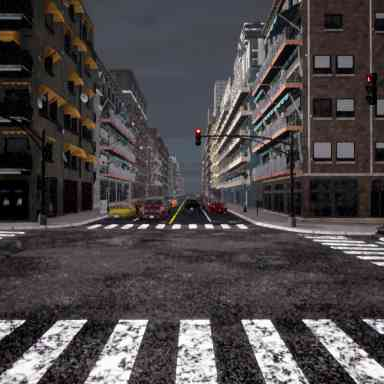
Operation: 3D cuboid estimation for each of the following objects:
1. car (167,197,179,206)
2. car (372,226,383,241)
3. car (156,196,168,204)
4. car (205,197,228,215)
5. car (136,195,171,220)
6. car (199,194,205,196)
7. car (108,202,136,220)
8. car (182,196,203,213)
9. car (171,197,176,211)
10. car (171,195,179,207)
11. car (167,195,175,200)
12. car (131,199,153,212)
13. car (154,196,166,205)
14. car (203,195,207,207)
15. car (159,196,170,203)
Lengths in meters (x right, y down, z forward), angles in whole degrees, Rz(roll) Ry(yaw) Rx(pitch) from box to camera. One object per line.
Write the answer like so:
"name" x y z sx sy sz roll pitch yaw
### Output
"car" -3.253 1.618 57.256 1.895 1.301 4.718 0 0 0
"car" 11.189 1.765 14.957 5.357 1.411 2.033 1 -1 -1
"car" -5.906 1.573 66.697 2.008 1.369 4.403 1 0 0
"car" 2.586 1.553 33.570 1.887 1.381 4.507 1 0 0
"car" -3.168 1.359 28.116 2.097 1.767 4.553 0 0 -1
"car" 2.726 1.381 81.883 2.097 1.767 4.553 0 0 0
"car" -5.776 1.532 27.862 1.752 1.417 4.829 1 0 0
"car" -0.032 1.515 37.727 1.837 1.490 4.892 0 0 0
"car" -3.227 1.557 37.608 2.033 1.411 5.357 0 0 0
"car" -3.249 1.366 47.397 2.097 1.767 4.553 0 0 0
"car" -5.998 1.589 94.313 2.008 1.369 4.403 1 0 0
"car" -5.814 1.555 39.079 1.887 1.381 4.507 1 0 0
"car" -5.887 1.545 61.003 1.752 1.417 4.829 1 0 0
"car" 2.568 1.451 39.093 1.967 1.590 4.097 1 0 0
"car" -5.925 1.570 72.220 1.887 1.381 4.507 1 0 0
